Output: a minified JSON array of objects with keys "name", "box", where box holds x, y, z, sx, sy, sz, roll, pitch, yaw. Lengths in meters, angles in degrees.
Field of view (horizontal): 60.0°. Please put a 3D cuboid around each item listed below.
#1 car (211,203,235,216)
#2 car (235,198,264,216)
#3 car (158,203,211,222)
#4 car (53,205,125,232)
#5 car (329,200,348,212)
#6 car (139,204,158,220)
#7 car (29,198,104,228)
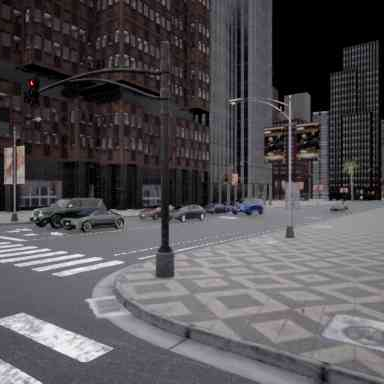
[{"name":"car","box":[2.773,2.073,40.647,2.033,1.411,5.357,0,-1,35]},{"name":"car","box":[6.958,1.790,40.921,2.150,2.045,5.566,0,-1,36]},{"name":"car","box":[-0.578,1.884,30.272,1.837,1.490,4.892,0,-1,35]},{"name":"car","box":[-6.475,1.795,21.921,1.994,1.385,4.181,0,-1,35]},{"name":"car","box":[23.208,2.404,52.357,2.033,1.411,5.357,0,-1,35]},{"name":"car","box":[-3.104,1.904,32.349,1.812,1.442,4.674,0,-1,35]},{"name":"car","box":[-8.798,1.457,24.268,2.150,2.045,5.566,0,-1,35]}]
